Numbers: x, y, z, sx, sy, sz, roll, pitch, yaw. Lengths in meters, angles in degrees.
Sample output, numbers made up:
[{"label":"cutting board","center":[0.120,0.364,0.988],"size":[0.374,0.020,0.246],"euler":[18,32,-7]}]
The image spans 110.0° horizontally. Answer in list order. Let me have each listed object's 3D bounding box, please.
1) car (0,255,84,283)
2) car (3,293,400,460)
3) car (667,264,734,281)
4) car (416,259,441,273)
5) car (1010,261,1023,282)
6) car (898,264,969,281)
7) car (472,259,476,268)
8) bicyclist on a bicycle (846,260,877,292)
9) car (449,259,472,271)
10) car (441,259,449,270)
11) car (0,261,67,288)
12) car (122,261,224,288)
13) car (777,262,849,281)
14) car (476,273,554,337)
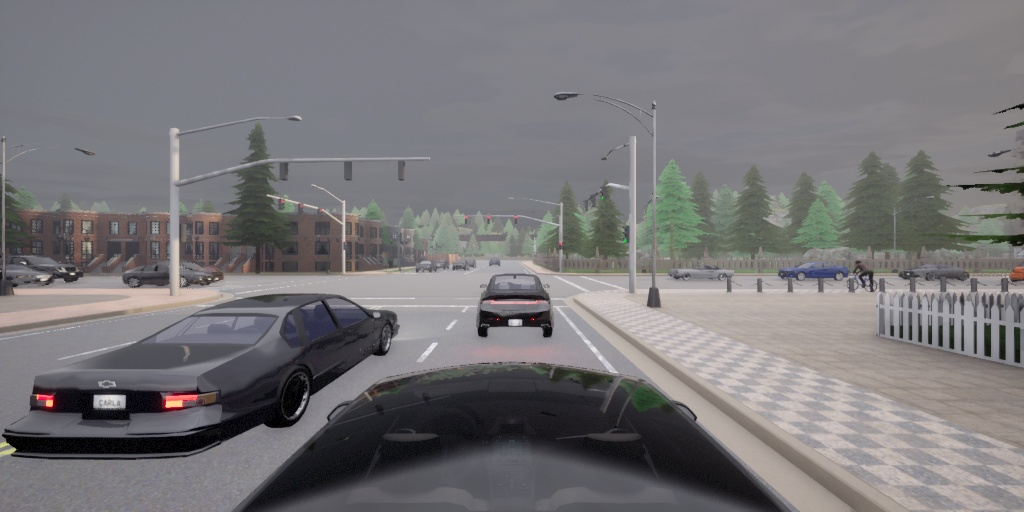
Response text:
[{"label":"car","center":[-34.939,0.973,25.980],"size":[5.566,2.045,2.150],"euler":[0,0,-6]},{"label":"car","center":[-3.436,1.297,5.589],"size":[2.033,1.411,5.357],"euler":[0,0,0]},{"label":"car","center":[15.567,1.351,29.728],"size":[4.718,1.301,1.895],"euler":[0,0,0]},{"label":"car","center":[-10.577,1.276,44.577],"size":[1.812,1.442,4.674],"euler":[0,0,0]},{"label":"car","center":[39.559,1.102,26.007],"size":[4.553,1.767,2.097],"euler":[0,0,0]},{"label":"car","center":[34.833,1.314,29.692],"size":[4.181,1.385,1.994],"euler":[0,0,1]},{"label":"car","center":[-7.049,1.255,59.980],"size":[1.837,1.490,4.892],"euler":[0,0,0]},{"label":"bicyclist on a bicycle","center":[18.252,1.052,18.742],"size":[0.582,1.620,1.656],"euler":[0,0,0]},{"label":"car","center":[-7.086,1.255,49.996],"size":[1.837,1.490,4.892],"euler":[0,0,0]},{"label":"car","center":[-10.580,1.241,53.685],"size":[2.128,1.511,4.902],"euler":[0,0,0]},{"label":"car","center":[-32.194,1.242,22.655],"size":[4.902,1.511,2.128],"euler":[0,0,-4]},{"label":"car","center":[-21.791,1.257,22.900],"size":[4.892,1.490,1.837],"euler":[0,0,-2]},{"label":"car","center":[24.859,1.228,29.715],"size":[5.008,1.535,1.882],"euler":[0,0,0]},{"label":"car","center":[0.083,1.242,10.257],"size":[2.128,1.511,4.902],"euler":[0,0,0]}]
